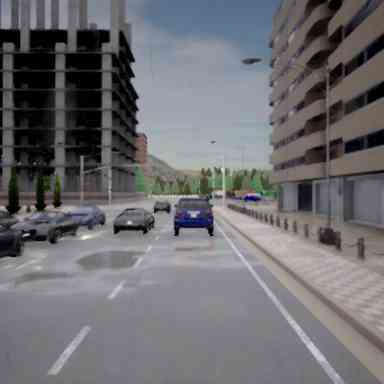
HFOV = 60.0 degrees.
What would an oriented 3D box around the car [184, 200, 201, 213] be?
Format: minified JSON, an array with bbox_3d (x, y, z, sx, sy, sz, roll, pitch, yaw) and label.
[{"bbox_3d":[0.033,1.738,39.971,1.994,1.385,4.181,0,0,-1],"label":"car"}]

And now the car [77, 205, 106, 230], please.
[{"bbox_3d":[-7.002,1.621,21.938,1.812,1.442,4.674,0,0,0],"label":"car"}]

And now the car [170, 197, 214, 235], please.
[{"bbox_3d":[0.110,1.307,19.693,2.150,2.045,5.566,0,0,0],"label":"car"}]

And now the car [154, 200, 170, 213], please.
[{"bbox_3d":[-3.457,1.658,39.130,2.128,1.511,4.902,0,-1,0],"label":"car"}]

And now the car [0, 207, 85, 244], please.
[{"bbox_3d":[-7.001,1.634,16.106,1.994,1.385,4.181,0,0,0],"label":"car"}]

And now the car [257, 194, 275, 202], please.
[{"bbox_3d":[20.774,1.849,91.670,3.806,1.475,1.970,0,0,0],"label":"car"}]

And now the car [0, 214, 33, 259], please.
[{"bbox_3d":[-7.036,1.609,10.367,1.994,1.385,4.181,0,0,0],"label":"car"}]

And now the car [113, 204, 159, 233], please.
[{"bbox_3d":[-3.403,1.652,20.140,1.994,1.385,4.181,0,0,0],"label":"car"}]
